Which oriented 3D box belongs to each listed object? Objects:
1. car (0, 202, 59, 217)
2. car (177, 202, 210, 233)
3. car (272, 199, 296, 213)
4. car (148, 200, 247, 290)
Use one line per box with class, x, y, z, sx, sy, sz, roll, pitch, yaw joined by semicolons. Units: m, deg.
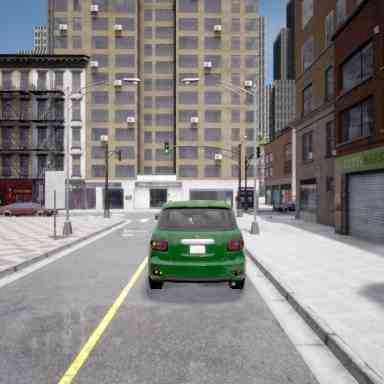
car;-15.214;1.647;30.716;5.357;1.411;2.033;0;0;3
car;0.038;1.499;20.946;1.837;1.490;4.892;0;0;-1
car;11.033;1.429;34.220;5.357;1.411;2.033;-1;0;-1
car;0.100;1.220;9.222;2.150;2.045;5.566;0;0;0
